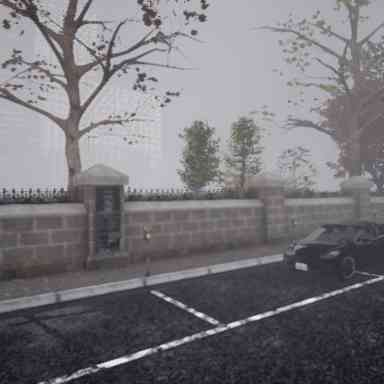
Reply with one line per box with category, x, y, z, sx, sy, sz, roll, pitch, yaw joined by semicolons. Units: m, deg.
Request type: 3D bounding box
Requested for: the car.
car;4.597;1.545;9.846;4.313;1.339;1.947;0;0;-36
